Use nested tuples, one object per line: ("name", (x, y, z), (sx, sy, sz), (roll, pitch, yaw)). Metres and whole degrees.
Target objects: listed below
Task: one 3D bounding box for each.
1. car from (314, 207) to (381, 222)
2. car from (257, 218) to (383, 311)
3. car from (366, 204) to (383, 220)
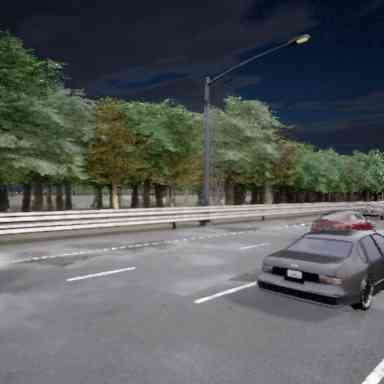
("car", (7.590, 1.654, 16.581), (4.674, 1.442, 1.812), (1, -1, -45))
("car", (3.706, 1.597, 7.962), (5.357, 1.411, 2.033), (1, -1, -45))
("car", (17.704, 1.863, 31.753), (2.033, 1.411, 5.357), (0, -1, 44))
